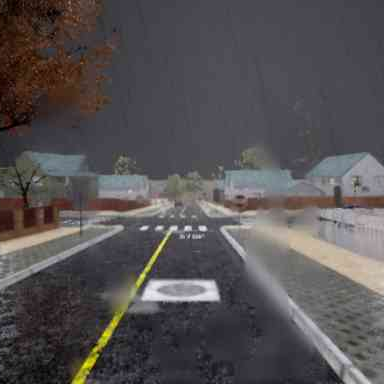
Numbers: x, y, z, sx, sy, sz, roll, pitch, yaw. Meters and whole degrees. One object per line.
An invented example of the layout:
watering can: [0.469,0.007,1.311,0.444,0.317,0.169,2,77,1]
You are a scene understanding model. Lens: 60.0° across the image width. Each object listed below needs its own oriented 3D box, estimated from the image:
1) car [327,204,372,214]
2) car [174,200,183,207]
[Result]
car: [14.195,1.781,28.604,5.008,1.535,1.882,0,2,-4]
car: [-2.762,2.471,70.305,2.033,1.411,5.357,0,-1,0]
